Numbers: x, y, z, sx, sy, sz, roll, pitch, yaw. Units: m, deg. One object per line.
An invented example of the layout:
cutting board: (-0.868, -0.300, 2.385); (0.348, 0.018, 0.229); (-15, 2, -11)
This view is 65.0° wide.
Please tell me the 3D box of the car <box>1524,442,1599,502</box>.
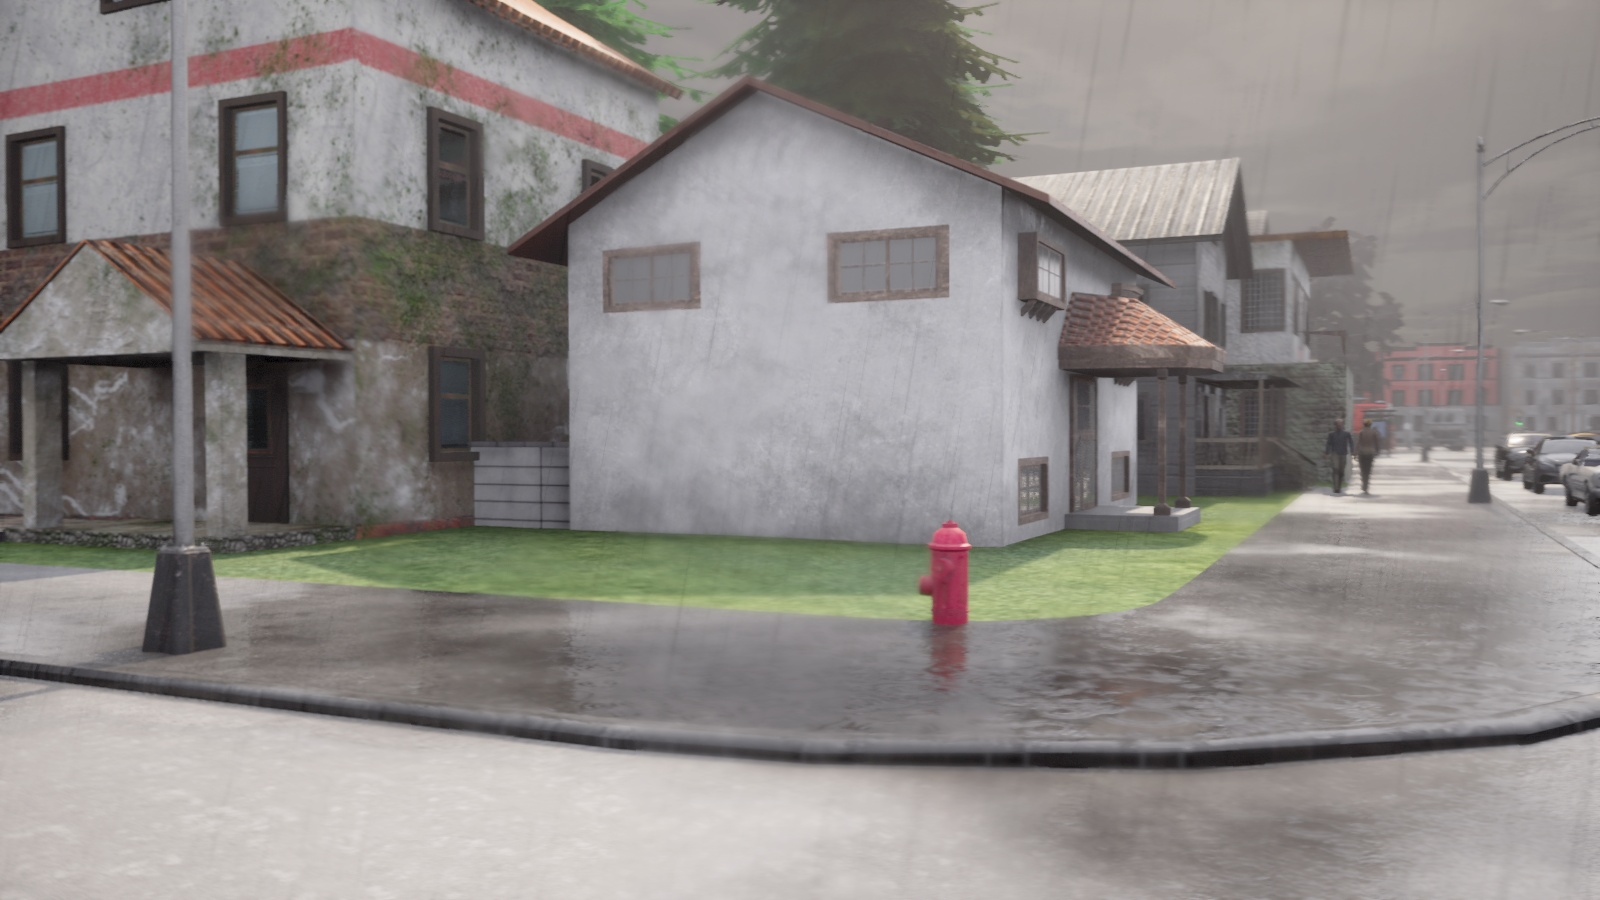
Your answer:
car: (20.192, 0.514, 32.821); (1.812, 1.442, 4.674); (1, 1, 25)

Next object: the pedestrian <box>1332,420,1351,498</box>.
pedestrian: (12.815, 0.205, 29.711); (0.402, 1.842, 0.726); (1, 1, 24)

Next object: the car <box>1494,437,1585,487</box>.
car: (24.158, 0.352, 41.205); (2.128, 1.511, 4.902); (1, 1, 25)

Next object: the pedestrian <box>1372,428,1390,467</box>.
pedestrian: (27.787, -0.126, 60.033); (0.634, 1.844, 0.899); (1, 1, 33)

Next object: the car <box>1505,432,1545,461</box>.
car: (49.675, -0.261, 86.042); (1.932, 1.855, 4.605); (1, 1, 35)

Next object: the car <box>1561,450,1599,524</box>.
car: (16.287, 0.680, 24.561); (1.895, 1.301, 4.718); (1, 1, 25)

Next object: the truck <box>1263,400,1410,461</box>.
truck: (34.969, -1.257, 82.043); (8.468, 3.827, 2.891); (1, 1, 31)

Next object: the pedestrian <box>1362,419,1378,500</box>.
pedestrian: (13.229, 0.215, 29.137); (0.331, 1.846, 0.634); (1, 1, 25)
